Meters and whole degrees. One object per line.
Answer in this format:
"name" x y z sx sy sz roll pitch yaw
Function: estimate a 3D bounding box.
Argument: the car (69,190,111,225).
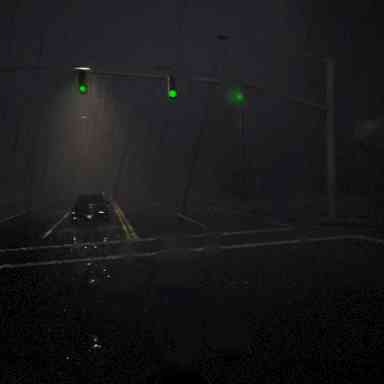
"car" -5.800 0.908 19.044 1.837 1.490 4.892 -2 3 -15

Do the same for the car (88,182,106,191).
"car" -13.729 -0.352 48.043 2.150 2.045 5.566 -2 2 -15
